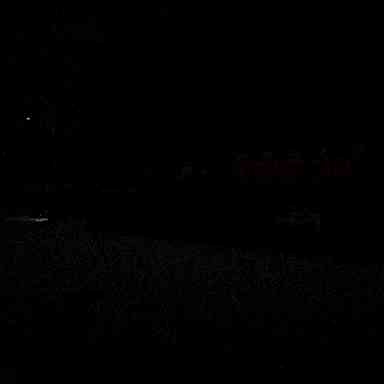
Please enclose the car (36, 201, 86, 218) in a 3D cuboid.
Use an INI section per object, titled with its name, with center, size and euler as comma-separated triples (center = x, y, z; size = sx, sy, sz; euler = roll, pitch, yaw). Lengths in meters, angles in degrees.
[car]
center = -11.214, 1.540, 30.171
size = 2.033, 1.411, 5.357
euler = -1, 0, 36
